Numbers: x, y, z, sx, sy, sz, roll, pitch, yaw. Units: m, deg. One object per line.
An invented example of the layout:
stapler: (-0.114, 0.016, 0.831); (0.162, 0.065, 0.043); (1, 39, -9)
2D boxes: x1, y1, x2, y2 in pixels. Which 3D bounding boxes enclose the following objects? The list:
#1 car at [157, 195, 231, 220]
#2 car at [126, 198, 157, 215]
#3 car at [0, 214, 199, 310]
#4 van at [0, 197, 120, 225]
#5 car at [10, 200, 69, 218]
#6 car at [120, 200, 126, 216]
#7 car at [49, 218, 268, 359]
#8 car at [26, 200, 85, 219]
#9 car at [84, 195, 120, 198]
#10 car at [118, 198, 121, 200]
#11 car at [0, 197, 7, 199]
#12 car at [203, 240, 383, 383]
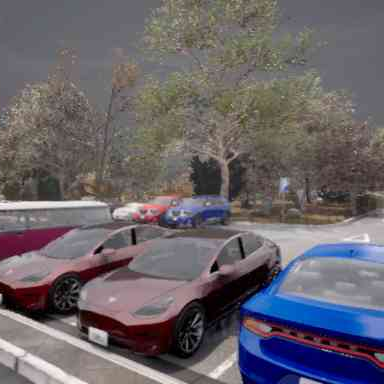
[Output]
car: (0.573, 1.257, 22.113); (2.435, 2.045, 5.566); (0, 0, 35)
car: (-1.597, 1.265, 23.655); (2.435, 2.045, 5.566); (0, 0, 35)
car: (-2.143, 1.521, 7.992); (2.163, 1.488, 4.792); (0, 0, 35)
van: (-4.479, 1.273, 9.546); (1.878, 1.987, 4.442); (0, 0, 35)
car: (-15.196, 1.598, 33.360); (2.097, 1.535, 5.008); (0, 0, 35)
car: (-3.950, 1.566, 25.362); (2.002, 1.452, 4.674); (0, 0, 35)
car: (0.141, 1.513, 6.367); (2.163, 1.488, 4.792); (0, 0, 35)
car: (-12.941, 1.611, 31.726); (2.163, 1.488, 4.792); (0, 0, 35)
car: (-8.404, 1.299, 28.500); (2.435, 2.045, 5.566); (0, 0, 35)
car: (-6.119, 1.538, 26.902); (2.097, 1.535, 5.008); (0, 0, 35)
car: (-17.571, 1.612, 34.828); (1.946, 1.575, 5.366); (0, 0, 35)
car: (2.439, 1.476, 4.761); (2.097, 1.535, 5.008); (0, 0, 35)
